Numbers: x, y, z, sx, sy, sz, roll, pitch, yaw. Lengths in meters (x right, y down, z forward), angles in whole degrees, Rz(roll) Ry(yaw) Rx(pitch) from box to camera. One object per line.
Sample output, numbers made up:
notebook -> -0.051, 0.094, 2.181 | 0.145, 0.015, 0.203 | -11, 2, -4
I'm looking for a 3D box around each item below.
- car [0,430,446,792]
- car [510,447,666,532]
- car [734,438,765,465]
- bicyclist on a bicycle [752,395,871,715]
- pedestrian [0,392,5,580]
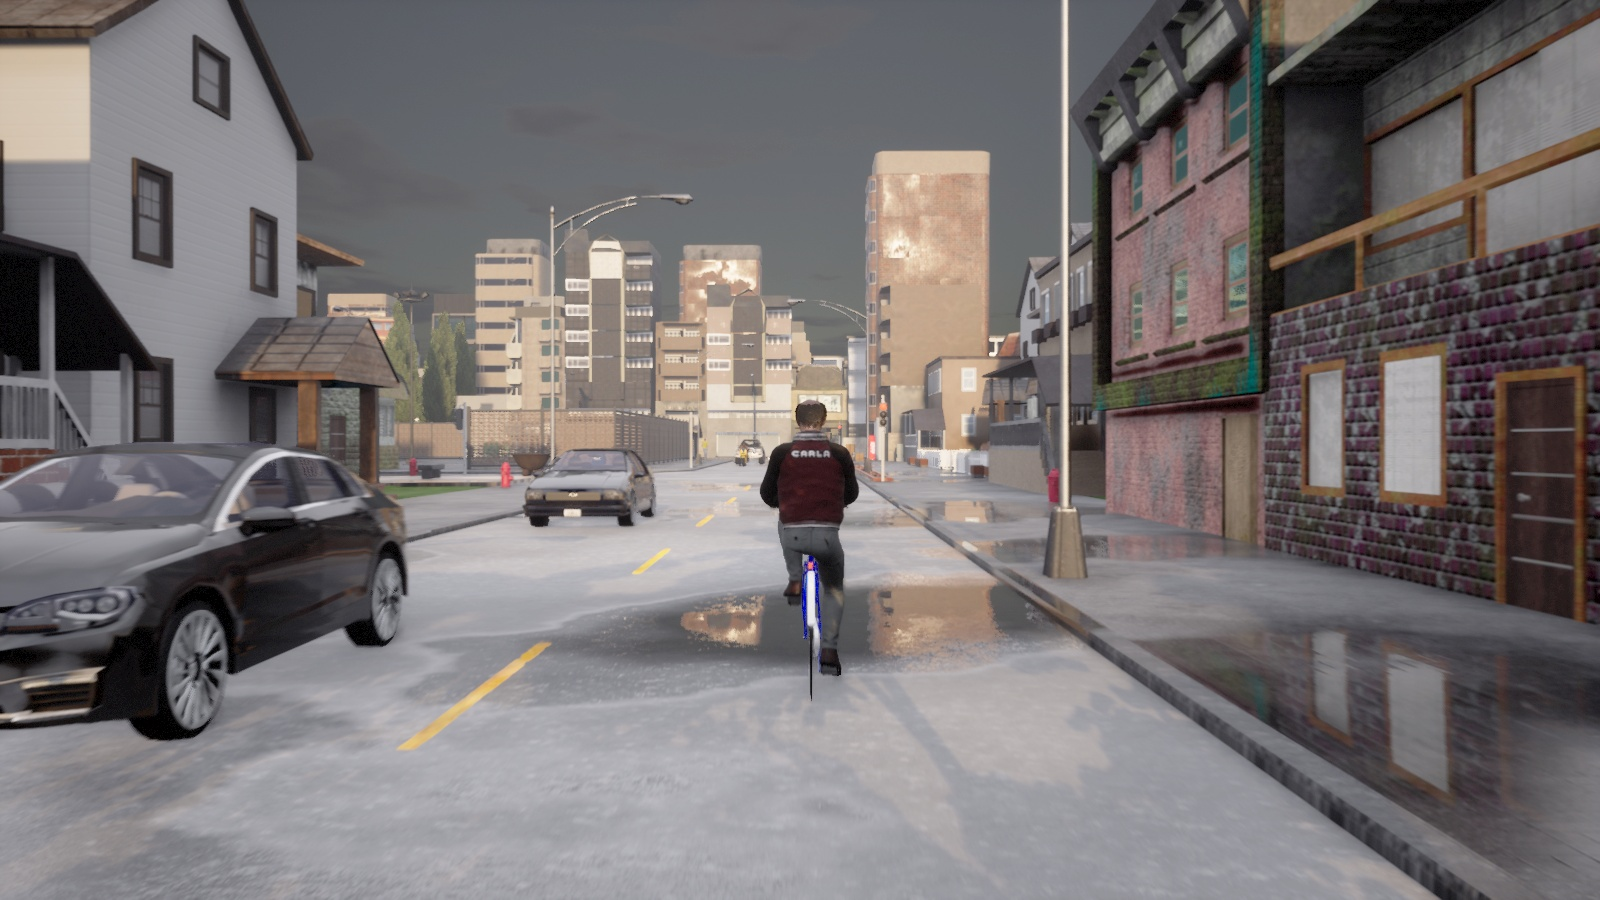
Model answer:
car -> -3.939, 0.656, 7.696 | 2.128, 1.511, 4.902 | 0, 0, 0
car -> -3.843, 0.657, 23.780 | 2.033, 1.411, 5.357 | 0, 0, 0
car -> -3.458, 0.070, 86.877 | 1.932, 1.855, 4.605 | 0, 0, 1
bicyclist on a bicycle -> 0.066, 0.573, 7.871 | 0.659, 1.776, 1.843 | 0, 1, 0
pedestrian -> -8.797, 0.377, 12.869 | 0.659, 1.952, 0.873 | 0, 0, 23
